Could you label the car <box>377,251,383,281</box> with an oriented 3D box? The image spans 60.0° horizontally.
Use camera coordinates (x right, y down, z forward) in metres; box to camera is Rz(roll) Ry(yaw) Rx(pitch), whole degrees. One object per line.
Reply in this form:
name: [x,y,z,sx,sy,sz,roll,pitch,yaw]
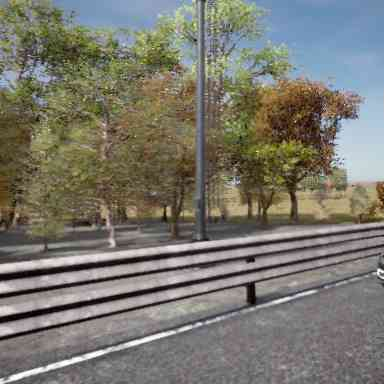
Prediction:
car: [6.550,1.502,8.361,4.892,1.490,1.837,0,0,-36]
